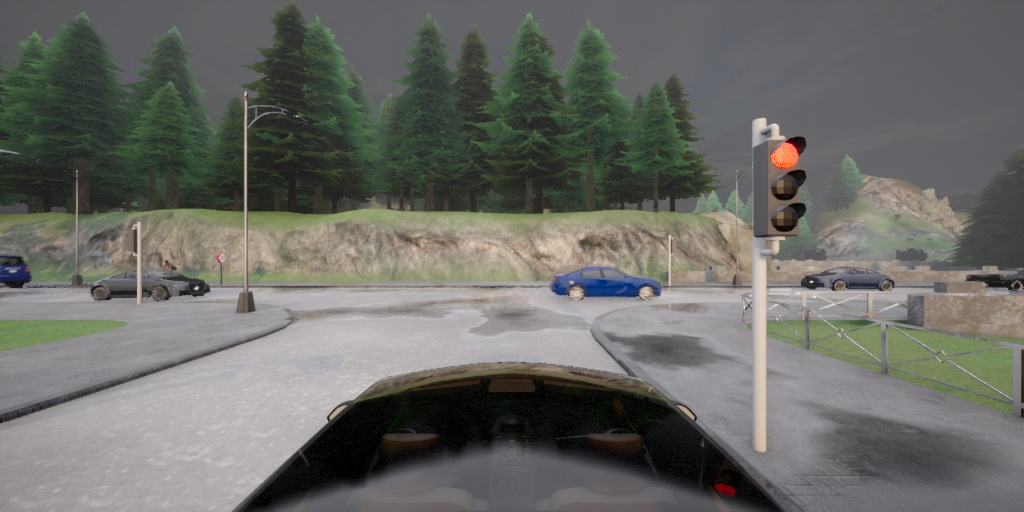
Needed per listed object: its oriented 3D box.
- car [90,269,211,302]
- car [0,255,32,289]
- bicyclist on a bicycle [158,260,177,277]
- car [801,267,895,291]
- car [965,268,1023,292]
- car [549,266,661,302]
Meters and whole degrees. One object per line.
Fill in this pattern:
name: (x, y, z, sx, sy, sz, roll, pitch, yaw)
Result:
car: (-16.571, 1.314, 16.568, 4.181, 1.385, 1.994, 0, 0, 0)
car: (-31.609, 0.971, 20.788, 5.566, 2.045, 2.150, 0, 0, 0)
bicyclist on a bicycle: (-23.915, 1.099, 24.975, 0.582, 1.620, 1.656, 0, 0, 0)
car: (19.303, 1.314, 20.726, 4.181, 1.385, 1.994, 0, 0, 0)
car: (29.475, 1.351, 20.710, 4.718, 1.301, 1.895, 0, 0, 0)
car: (4.252, 1.227, 16.543, 5.008, 1.535, 1.882, 0, 0, 0)
